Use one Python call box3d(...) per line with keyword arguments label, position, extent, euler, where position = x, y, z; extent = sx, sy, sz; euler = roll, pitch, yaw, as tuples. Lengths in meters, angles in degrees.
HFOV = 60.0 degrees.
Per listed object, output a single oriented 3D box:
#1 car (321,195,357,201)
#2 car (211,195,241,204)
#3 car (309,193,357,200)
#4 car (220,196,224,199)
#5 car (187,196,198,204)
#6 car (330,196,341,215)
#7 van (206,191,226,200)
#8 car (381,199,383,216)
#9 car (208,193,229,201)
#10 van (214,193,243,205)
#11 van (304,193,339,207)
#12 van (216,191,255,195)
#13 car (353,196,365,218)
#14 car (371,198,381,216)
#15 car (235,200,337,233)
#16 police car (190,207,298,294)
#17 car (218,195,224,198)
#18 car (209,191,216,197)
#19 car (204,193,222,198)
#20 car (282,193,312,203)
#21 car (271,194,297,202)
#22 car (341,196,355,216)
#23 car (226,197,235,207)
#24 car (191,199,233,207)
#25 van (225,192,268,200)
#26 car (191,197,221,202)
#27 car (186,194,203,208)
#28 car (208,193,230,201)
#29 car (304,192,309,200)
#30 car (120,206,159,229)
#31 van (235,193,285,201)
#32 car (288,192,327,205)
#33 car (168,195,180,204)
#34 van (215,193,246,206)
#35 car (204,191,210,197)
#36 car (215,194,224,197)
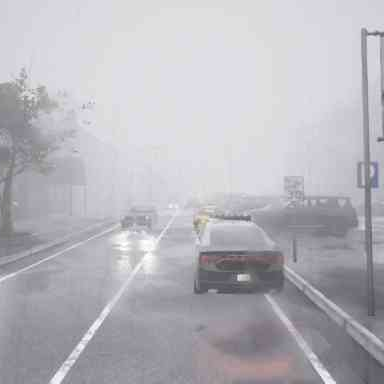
box3d(label="car", position=(18.887, 1.453, 40.581), extent=(4.792, 1.488, 2.163), euler=(0, 0, 0))
box3d(label="car", position=(5.780, 1.291, 56.761), extent=(4.892, 1.521, 2.231), euler=(0, 1, 0))
box3d(label="car", position=(18.832, 1.154, 43.354), extent=(5.566, 2.045, 2.435), euler=(0, 0, 0))
box3d(label="car", position=(5.807, 1.470, 37.131), extent=(4.792, 1.488, 2.163), euler=(0, 0, 0))
box3d(label="car", position=(0.108, 1.355, 58.663), extent=(1.994, 1.385, 4.181), euler=(0, 0, 0))
box3d(label="car", position=(18.828, 1.469, 37.798), extent=(4.792, 1.488, 2.163), euler=(0, 0, 0))
box3d(label="van", position=(5.681, 0.865, 79.184), extent=(4.442, 1.987, 1.878), euler=(0, 1, 0))
box3d(label="car", position=(18.823, 1.213, 26.696), extent=(5.566, 2.045, 2.435), euler=(0, 0, 0))
box3d(label="car", position=(5.763, 1.015, 73.579), extent=(4.553, 1.767, 2.185), euler=(0, 1, 0))
box3d(label="van", position=(5.902, 1.089, 53.955), extent=(4.442, 1.987, 1.878), euler=(0, 1, 0))
box3d(label="van", position=(18.979, 1.135, 48.907), extent=(4.442, 1.987, 1.878), euler=(0, 1, 0))
box3d(label="van", position=(5.898, 1.164, 45.548), extent=(4.442, 1.987, 1.878), euler=(0, 0, 0))
box3d(label="car", position=(18.849, 1.455, 32.249), extent=(5.008, 1.535, 2.097), euler=(0, 0, 0))
box3d(label="car", position=(18.847, 1.462, 29.471), extent=(4.892, 1.521, 2.231), euler=(0, 0, 0))
box3d(label="car", position=(5.584, 1.467, 20.309), extent=(5.366, 1.575, 1.946), euler=(0, 0, 0))
box3d(label="police car", position=(0.992, 1.422, 8.915), extent=(1.930, 1.638, 5.238), euler=(0, 0, 0))
box3d(label="car", position=(5.776, 1.466, 39.939), extent=(4.674, 1.452, 2.002), euler=(0, 0, 0))
box3d(label="car", position=(5.755, 1.114, 48.348), extent=(5.566, 2.045, 2.435), euler=(0, 1, 0))
box3d(label="car", position=(5.833, 0.995, 93.202), extent=(4.792, 1.488, 2.163), euler=(0, 1, 0))
box3d(label="car", position=(18.899, 1.137, 60.011), extent=(4.553, 1.767, 2.185), euler=(0, 1, 0))
box3d(label="car", position=(18.878, 1.189, 68.339), extent=(4.892, 1.521, 2.231), euler=(0, 1, 0))
box3d(label="car", position=(19.041, 1.445, 35.026), extent=(5.366, 1.575, 1.946), euler=(0, 0, 0))
box3d(label="car", position=(5.768, 1.461, 28.719), extent=(5.008, 1.535, 2.097), euler=(0, 0, 0))
box3d(label="car", position=(1.010, 1.438, 19.008), extent=(1.801, 1.575, 5.366), euler=(0, 0, 0))
box3d(label="van", position=(5.658, 1.231, 31.526), extent=(4.442, 1.987, 1.878), euler=(0, 0, 0))
box3d(label="car", position=(1.021, 1.424, 25.015), extent=(1.801, 1.575, 5.366), euler=(0, 0, 0))
box3d(label="car", position=(0.096, 1.429, 45.245), extent=(2.033, 1.411, 5.357), euler=(0, 0, 0))
box3d(label="car", position=(5.762, 1.040, 70.775), extent=(4.553, 1.767, 2.185), euler=(0, 1, 0))
box3d(label="car", position=(18.890, 1.134, 46.131), extent=(5.566, 2.045, 2.435), euler=(0, 1, 0))
box3d(label="car", position=(-3.310, 1.578, 21.507), extent=(1.895, 1.301, 4.718), euler=(0, 0, 0))
box3d(label="van", position=(5.889, 1.238, 25.915), extent=(4.442, 1.987, 1.878), euler=(0, 0, 0))
box3d(label="car", position=(18.894, 1.060, 54.457), extent=(5.566, 2.045, 2.435), euler=(0, 1, 0))
box3d(label="car", position=(-3.144, 1.292, 57.434), extent=(2.128, 1.511, 4.902), euler=(0, 0, 0))
box3d(label="van", position=(5.901, 1.114, 51.152), extent=(4.442, 1.987, 1.878), euler=(0, 1, 0))
box3d(label="car", position=(5.762, 0.964, 65.168), extent=(5.566, 2.045, 2.435), euler=(0, 1, 0))
box3d(label="car", position=(5.786, 1.409, 42.742), extent=(4.892, 1.521, 2.231), euler=(0, 0, 0))
